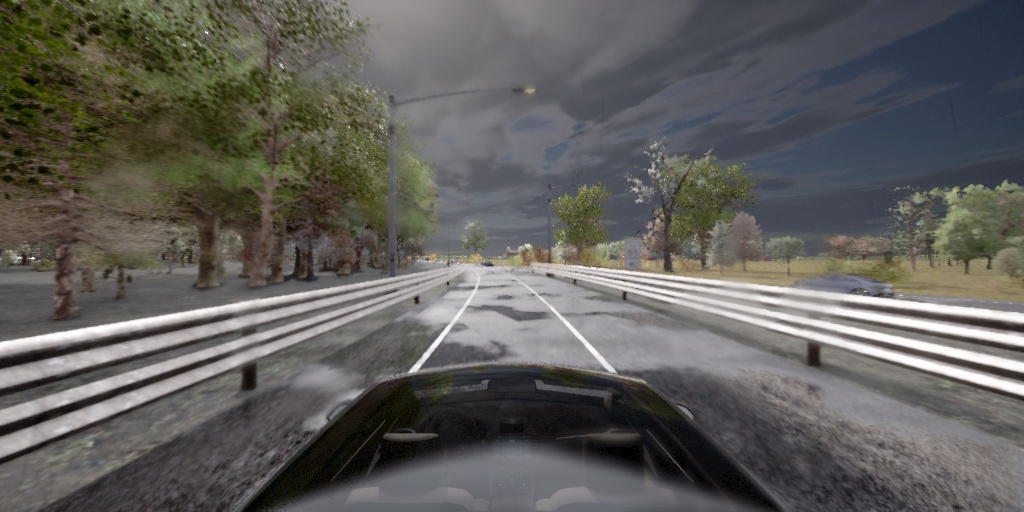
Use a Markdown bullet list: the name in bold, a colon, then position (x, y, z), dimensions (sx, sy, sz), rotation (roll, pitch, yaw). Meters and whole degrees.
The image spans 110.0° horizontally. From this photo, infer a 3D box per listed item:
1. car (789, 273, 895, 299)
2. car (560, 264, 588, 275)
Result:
- **car**: position (17.648, 1.617, 19.408), dimensions (1.994, 1.385, 4.181), rotation (0, 0, -20)
- **car**: position (7.959, 1.701, 45.703), dimensions (2.033, 1.411, 5.357), rotation (0, 0, -20)
